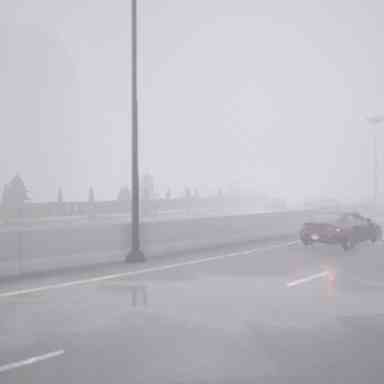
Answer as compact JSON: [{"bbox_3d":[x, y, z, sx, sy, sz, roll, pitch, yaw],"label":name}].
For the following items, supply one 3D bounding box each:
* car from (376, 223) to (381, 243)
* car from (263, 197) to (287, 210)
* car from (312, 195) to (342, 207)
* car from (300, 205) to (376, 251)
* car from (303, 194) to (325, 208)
[{"bbox_3d":[7.796,1.444,10.576,4.892,1.490,1.837,0,0,-43],"label":"car"},{"bbox_3d":[10.365,1.387,41.167,2.128,1.511,4.902,0,0,31],"label":"car"},{"bbox_3d":[14.143,1.381,34.203,1.837,1.490,4.892,0,0,34],"label":"car"},{"bbox_3d":[6.239,1.473,13.879,4.674,1.442,1.812,0,0,-43],"label":"car"},{"bbox_3d":[16.030,1.402,43.875,2.033,1.411,5.357,0,0,29],"label":"car"}]
